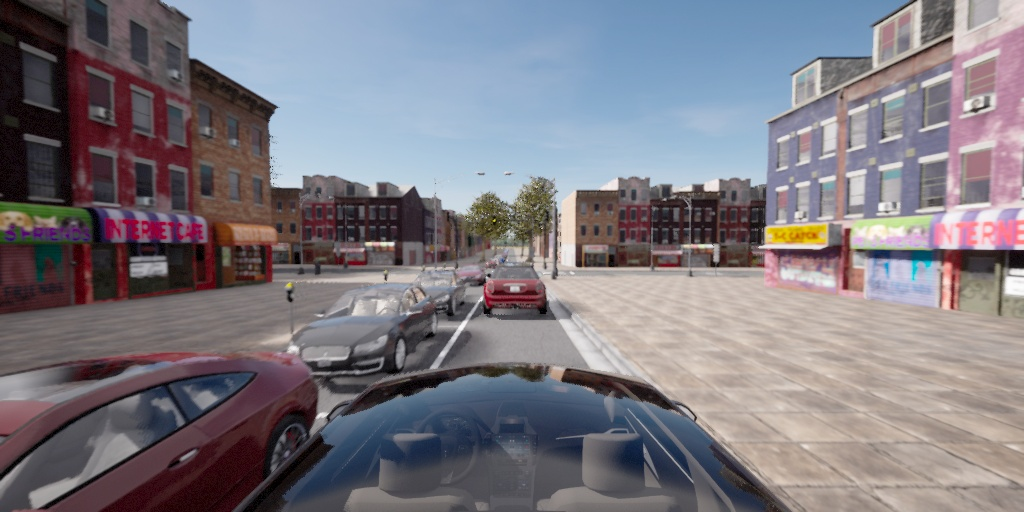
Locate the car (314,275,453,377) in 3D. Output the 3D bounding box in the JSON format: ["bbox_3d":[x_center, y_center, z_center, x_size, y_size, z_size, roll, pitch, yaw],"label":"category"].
[{"bbox_3d":[-2.640,1.265,7.267,2.007,1.370,4.403,0,0,0],"label":"car"}]

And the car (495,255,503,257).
[{"bbox_3d":[-2.638,0.964,50.384,1.967,1.591,4.097,0,0,0],"label":"car"}]

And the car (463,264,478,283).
[{"bbox_3d":[-2.640,1.209,23.609,1.802,1.307,4.207,0,0,0],"label":"car"}]

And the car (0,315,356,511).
[{"bbox_3d":[-2.640,1.331,1.818,1.802,1.307,4.207,0,0,0],"label":"car"}]

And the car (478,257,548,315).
[{"bbox_3d":[0.098,1.032,13.304,2.097,1.767,4.553,0,0,0],"label":"car"}]

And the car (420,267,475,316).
[{"bbox_3d":[-2.640,1.233,12.715,2.007,1.370,4.403,0,0,0],"label":"car"}]
